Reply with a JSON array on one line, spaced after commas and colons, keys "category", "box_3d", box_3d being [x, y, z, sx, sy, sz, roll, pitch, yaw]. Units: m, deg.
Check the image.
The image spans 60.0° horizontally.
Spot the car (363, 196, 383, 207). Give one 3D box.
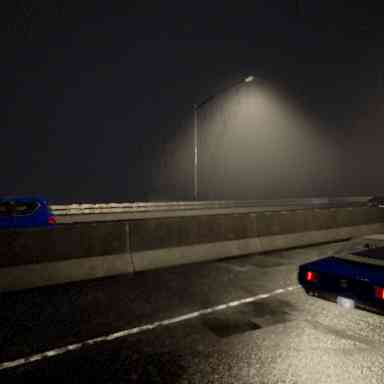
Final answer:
[{"category": "car", "box_3d": [23.196, 1.273, 41.323, 4.674, 1.442, 1.812, 0, 0, -34]}]

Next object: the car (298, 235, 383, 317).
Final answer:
[{"category": "car", "box_3d": [4.396, 1.555, 6.849, 4.718, 1.301, 1.895, 0, 0, -35]}]

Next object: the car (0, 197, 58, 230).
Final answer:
[{"category": "car", "box_3d": [-7.574, 1.217, 11.479, 5.566, 2.045, 2.150, 0, 0, -35]}]
